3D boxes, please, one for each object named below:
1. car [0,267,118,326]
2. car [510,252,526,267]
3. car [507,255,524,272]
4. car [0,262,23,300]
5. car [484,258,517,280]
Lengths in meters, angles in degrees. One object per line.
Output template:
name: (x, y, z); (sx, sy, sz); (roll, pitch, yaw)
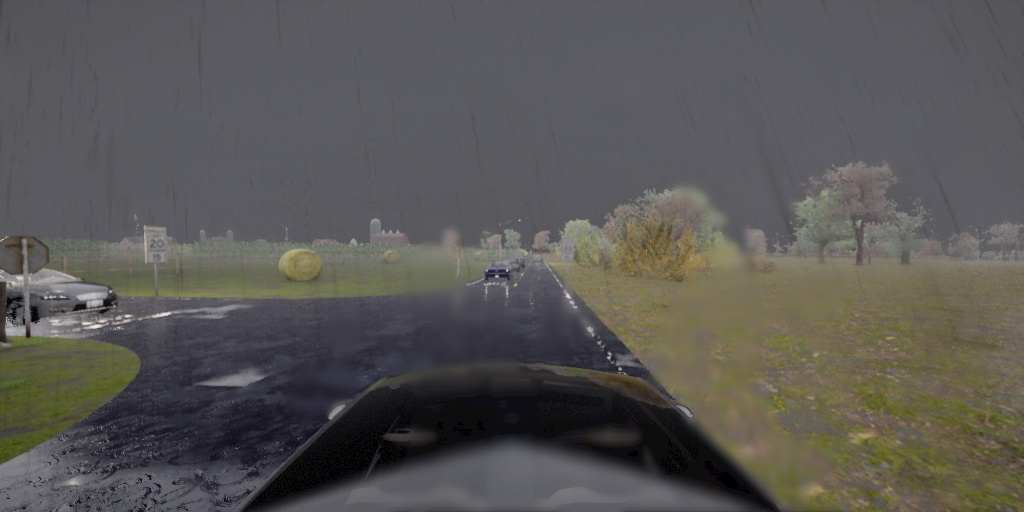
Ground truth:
car: (-14.337, 1.068, 10.370); (4.902, 1.511, 2.128); (0, 1, 4)
car: (0.625, 0.475, 47.402); (2.150, 2.045, 5.566); (0, 1, 4)
car: (-0.152, 0.926, 36.901); (1.994, 1.385, 4.181); (0, 1, 4)
car: (-22.315, 0.977, 13.844); (4.674, 1.442, 1.812); (0, 1, 4)
car: (-0.885, 1.069, 26.967); (1.895, 1.301, 4.718); (0, 1, 4)
